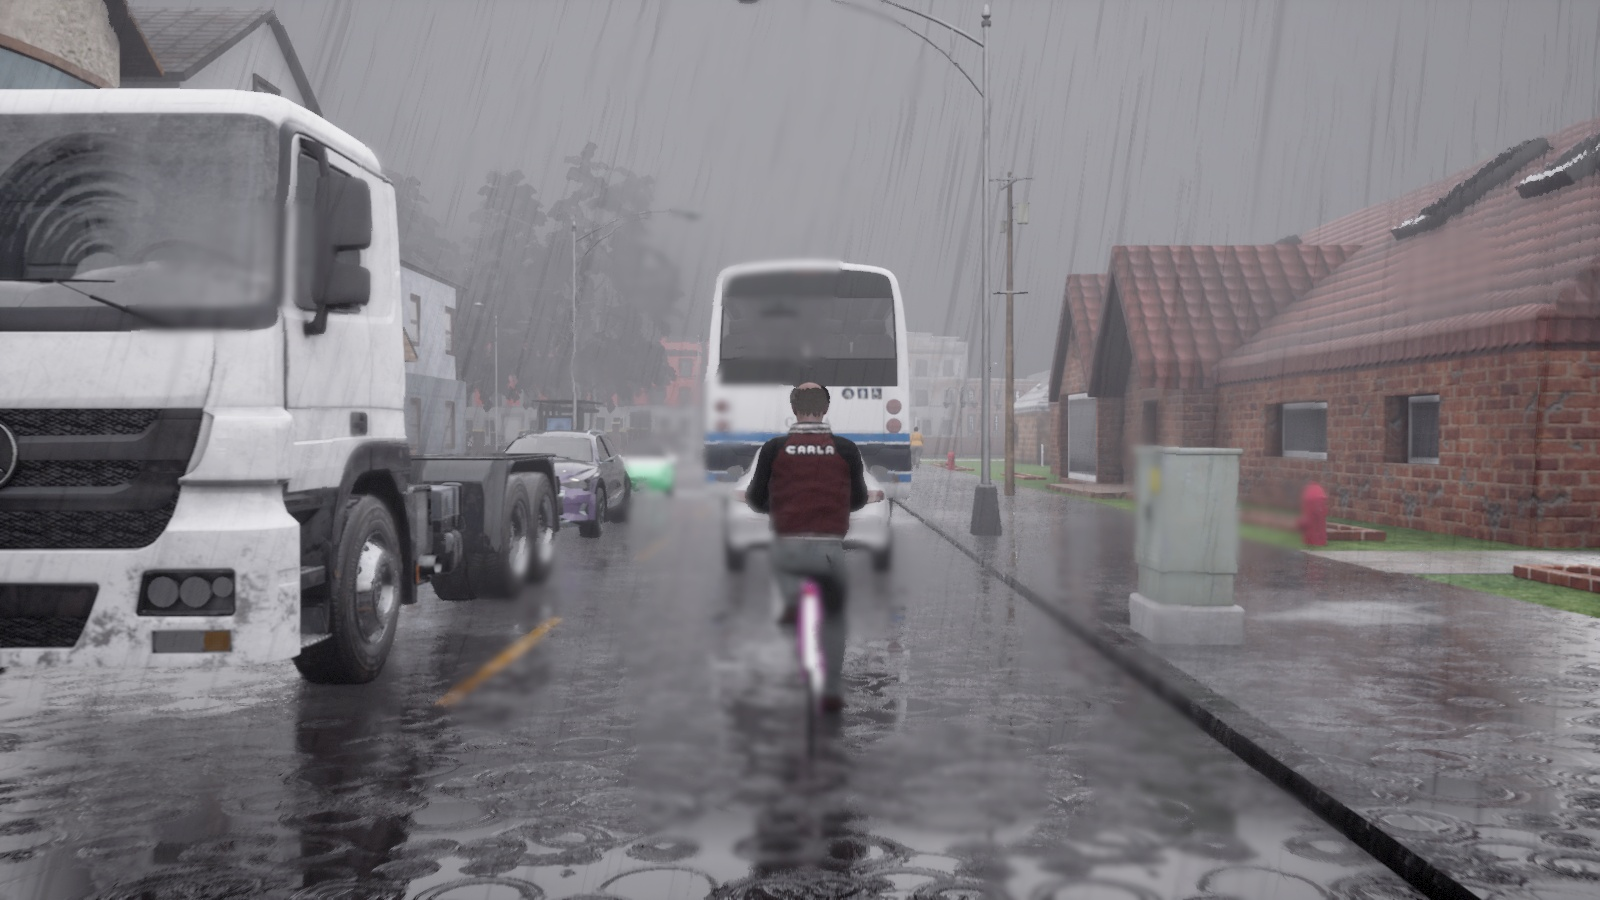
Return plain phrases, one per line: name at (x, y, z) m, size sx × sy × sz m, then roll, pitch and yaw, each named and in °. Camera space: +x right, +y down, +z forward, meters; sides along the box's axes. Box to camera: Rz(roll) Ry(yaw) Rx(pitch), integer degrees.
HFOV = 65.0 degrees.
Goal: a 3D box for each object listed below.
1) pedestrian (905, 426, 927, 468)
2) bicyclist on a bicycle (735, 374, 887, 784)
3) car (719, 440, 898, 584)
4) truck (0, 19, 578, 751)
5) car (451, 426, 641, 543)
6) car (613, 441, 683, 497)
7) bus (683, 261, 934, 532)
pedestrian at (5.060, -0.136, 54.893) m, size 0.874 × 1.855 × 0.900 m, roll 0°, pitch 1°, yaw -2°
bicyclist on a bicycle at (0.051, 0.548, 6.363) m, size 0.659 × 1.776 × 1.843 m, roll 0°, pitch 1°, yaw 0°
car at (0.102, 0.610, 15.066) m, size 1.812 × 1.442 × 4.674 m, roll 0°, pitch 1°, yaw 0°
truck at (-3.925, -0.346, 9.919) m, size 2.891 × 3.462 × 7.936 m, roll 0°, pitch 1°, yaw 0°
car at (-3.870, 0.458, 20.065) m, size 2.033 × 1.649 × 4.856 m, roll 0°, pitch 1°, yaw 0°
car at (-3.805, 0.459, 31.636) m, size 1.481 × 1.376 × 2.207 m, roll 0°, pitch 0°, yaw 0°
bus at (0.166, -0.897, 24.884) m, size 3.944 × 4.253 × 10.273 m, roll 0°, pitch 1°, yaw 0°
